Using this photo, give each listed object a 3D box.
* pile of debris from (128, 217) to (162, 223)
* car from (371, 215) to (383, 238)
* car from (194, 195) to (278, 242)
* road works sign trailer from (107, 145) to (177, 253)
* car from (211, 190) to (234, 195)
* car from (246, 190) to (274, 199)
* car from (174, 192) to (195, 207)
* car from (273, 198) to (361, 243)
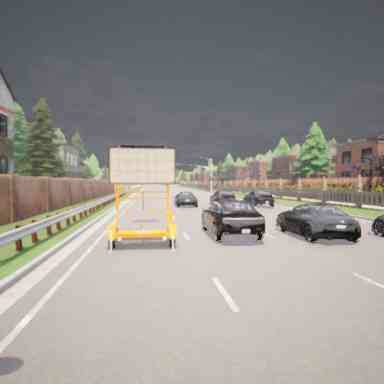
[{"bbox_3d":[-2.664,1.618,19.127,1.860,0.140,1.500,0,2,-7],"label":"pile of debris"},{"bbox_3d":[8.845,1.219,12.568,1.994,1.385,4.181,0,2,-7],"label":"car"},{"bbox_3d":[1.596,1.092,14.107,2.128,1.511,4.902,0,2,-7],"label":"car"},{"bbox_3d":[-1.786,0.114,12.136,2.380,3.560,2.880,0,2,-7],"label":"road works sign trailer"},{"bbox_3d":[2.922,0.615,31.569,1.837,1.490,4.892,0,2,-7],"label":"car"},{"bbox_3d":[6.396,0.608,31.998,1.837,1.490,4.892,0,2,-7],"label":"car"},{"bbox_3d":[-0.638,0.661,31.825,1.994,1.385,4.181,0,2,-7],"label":"car"},{"bbox_3d":[5.136,1.173,14.008,1.994,1.385,4.181,0,2,-7],"label":"car"}]
